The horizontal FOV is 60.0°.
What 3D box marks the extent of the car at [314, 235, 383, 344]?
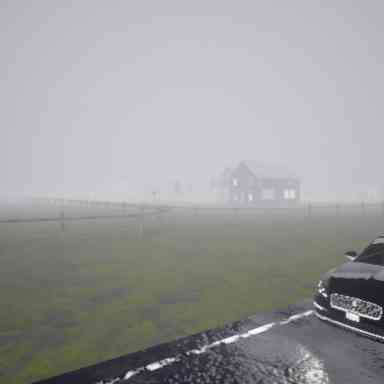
[{"bbox_3d":[4.242,1.512,6.095,4.892,1.490,1.837,0,0,-35],"label":"car"}]
